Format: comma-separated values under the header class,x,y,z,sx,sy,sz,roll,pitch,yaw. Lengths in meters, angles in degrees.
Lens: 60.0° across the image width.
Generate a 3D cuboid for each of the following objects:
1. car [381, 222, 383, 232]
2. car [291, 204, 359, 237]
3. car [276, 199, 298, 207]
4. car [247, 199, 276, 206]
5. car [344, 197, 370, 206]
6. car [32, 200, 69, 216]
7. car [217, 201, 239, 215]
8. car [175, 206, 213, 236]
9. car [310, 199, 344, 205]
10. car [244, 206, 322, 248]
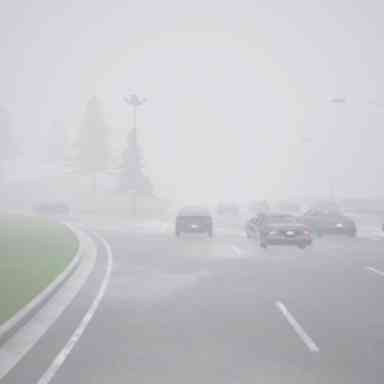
class,x,y,z,sx,sy,sz,roll,pitch,yaw
car,10.601,1.552,14.579,2.033,1.411,5.357,0,0,0
car,7.100,1.570,18.038,1.994,1.385,4.181,0,0,0
car,10.587,1.539,36.948,1.812,1.442,4.674,0,0,0
car,7.101,1.504,35.857,2.128,1.511,4.902,0,0,0
car,22.273,1.520,46.694,1.837,1.490,4.892,-1,0,-45
car,-14.151,1.490,33.145,5.008,1.535,1.882,0,0,41
car,3.601,1.613,34.358,1.895,1.301,4.718,0,0,0
car,0.101,1.484,18.476,1.882,1.535,5.008,0,0,0
car,14.101,1.517,35.905,1.837,1.490,4.892,0,0,0
car,3.601,1.553,14.716,2.033,1.411,5.357,0,0,0
